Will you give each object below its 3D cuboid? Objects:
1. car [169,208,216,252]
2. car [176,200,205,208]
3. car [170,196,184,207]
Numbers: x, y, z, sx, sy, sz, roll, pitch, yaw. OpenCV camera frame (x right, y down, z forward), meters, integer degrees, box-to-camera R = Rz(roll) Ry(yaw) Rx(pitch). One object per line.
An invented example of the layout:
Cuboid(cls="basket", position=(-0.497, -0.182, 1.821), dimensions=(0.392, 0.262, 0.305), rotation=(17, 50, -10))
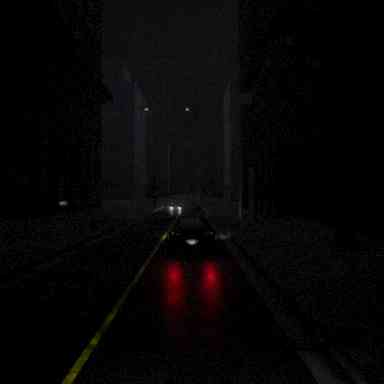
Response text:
Cuboid(cls="car", position=(0.009, 1.655, 14.375), dimensions=(1.812, 1.442, 4.674), rotation=(0, 0, 0))
Cuboid(cls="car", position=(0.013, 1.745, 29.300), dimensions=(2.128, 1.511, 4.902), rotation=(0, 0, 0))
Cuboid(cls="car", position=(-2.983, 2.011, 62.513), dimensions=(1.837, 1.490, 4.892), rotation=(0, -1, 0))
